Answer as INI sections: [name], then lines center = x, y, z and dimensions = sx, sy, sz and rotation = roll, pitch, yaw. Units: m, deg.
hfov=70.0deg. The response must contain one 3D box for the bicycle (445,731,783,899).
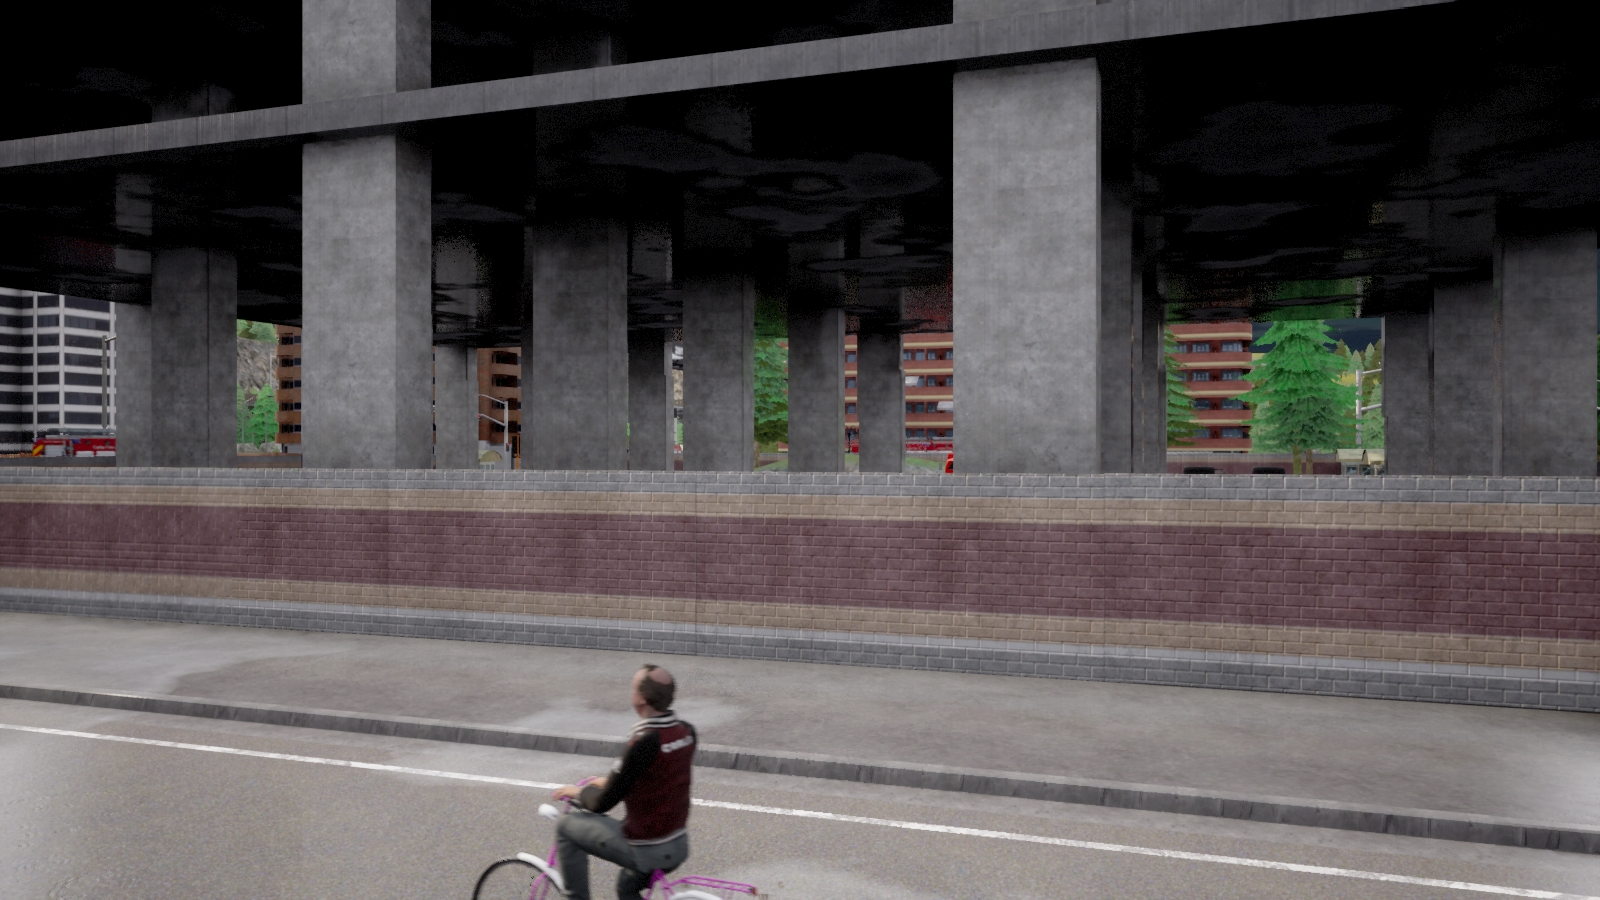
[bicycle]
center = -0.957, 2.160, 5.591
dimensions = 1.835, 1.271, 0.329
rotation = 0, 0, 30
